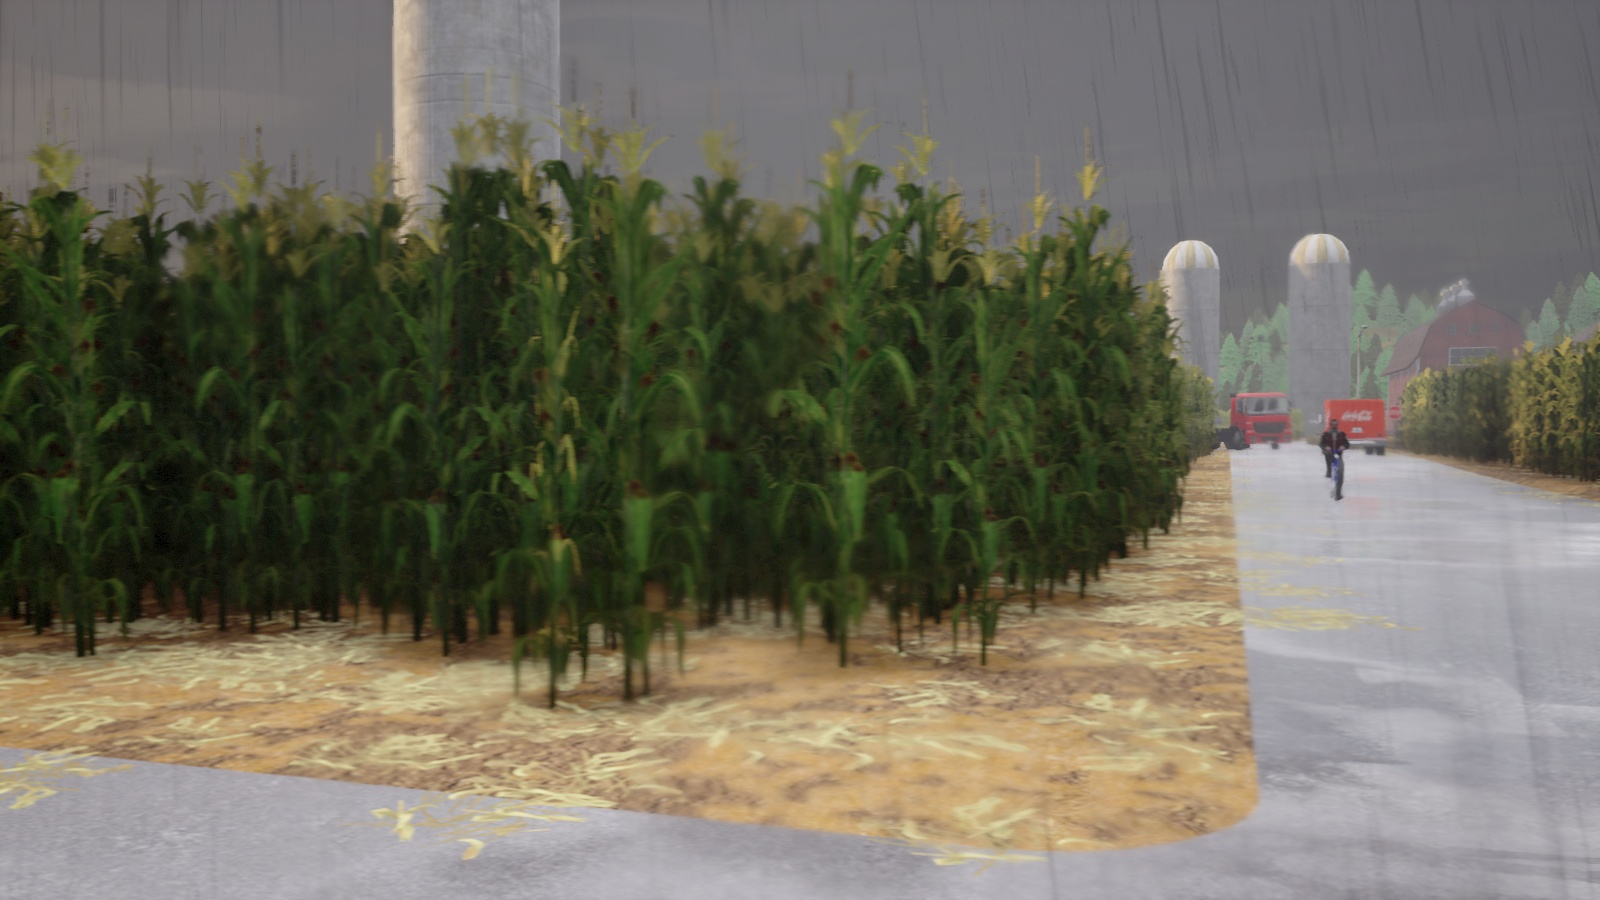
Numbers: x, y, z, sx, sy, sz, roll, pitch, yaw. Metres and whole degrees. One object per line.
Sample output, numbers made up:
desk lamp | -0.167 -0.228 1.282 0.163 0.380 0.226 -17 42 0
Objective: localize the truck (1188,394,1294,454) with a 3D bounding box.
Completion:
truck | 26.611 -1.540 76.238 2.891 3.462 7.936 0 1 -7

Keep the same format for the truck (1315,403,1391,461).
truck | 24.661 -0.809 56.204 2.627 2.467 5.204 1 1 19

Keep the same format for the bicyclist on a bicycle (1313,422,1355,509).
bicyclist on a bicycle | 11.363 0.303 26.762 0.659 1.776 1.843 1 1 19
